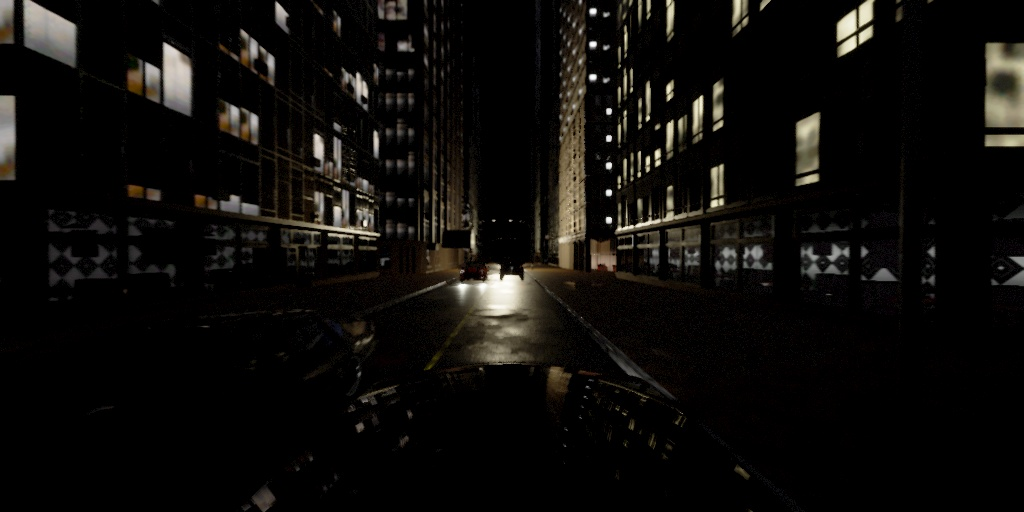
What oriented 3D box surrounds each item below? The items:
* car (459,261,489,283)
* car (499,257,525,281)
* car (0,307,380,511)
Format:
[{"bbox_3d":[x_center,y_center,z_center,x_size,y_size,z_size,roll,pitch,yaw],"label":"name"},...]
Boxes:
[{"bbox_3d":[-3.077,1.220,29.746,2.097,1.767,4.553,0,0,0],"label":"car"},{"bbox_3d":[-0.009,1.103,32.592,2.150,2.045,5.566,0,0,0],"label":"car"},{"bbox_3d":[-3.103,1.304,3.673,2.033,1.411,5.357,0,0,0],"label":"car"}]
